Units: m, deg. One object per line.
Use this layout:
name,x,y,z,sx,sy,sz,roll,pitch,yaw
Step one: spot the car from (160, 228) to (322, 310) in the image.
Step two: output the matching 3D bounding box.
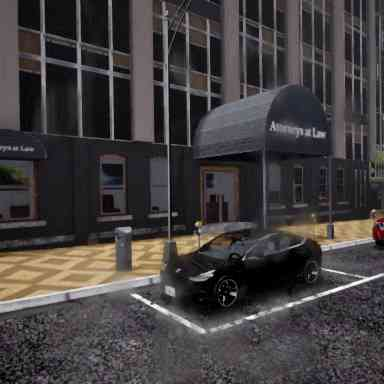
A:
car,1.316,1.564,7.797,4.313,1.339,1.947,0,-1,-37

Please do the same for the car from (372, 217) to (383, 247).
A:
car,9.596,1.310,13.994,5.009,1.841,2.192,0,-1,-37
